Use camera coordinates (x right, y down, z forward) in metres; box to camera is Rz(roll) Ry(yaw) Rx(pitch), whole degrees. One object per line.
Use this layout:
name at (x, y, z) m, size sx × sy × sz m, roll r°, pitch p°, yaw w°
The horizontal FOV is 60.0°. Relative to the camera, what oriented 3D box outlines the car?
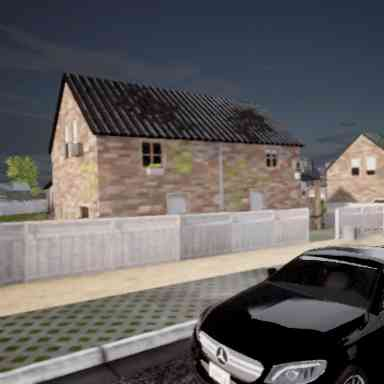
car at (2.166, 1.529, 4.596) m, size 4.674 × 1.442 × 1.812 m, roll 0°, pitch 0°, yaw -35°
